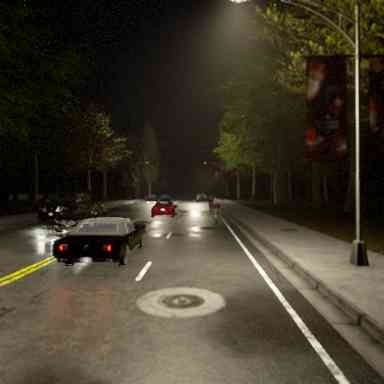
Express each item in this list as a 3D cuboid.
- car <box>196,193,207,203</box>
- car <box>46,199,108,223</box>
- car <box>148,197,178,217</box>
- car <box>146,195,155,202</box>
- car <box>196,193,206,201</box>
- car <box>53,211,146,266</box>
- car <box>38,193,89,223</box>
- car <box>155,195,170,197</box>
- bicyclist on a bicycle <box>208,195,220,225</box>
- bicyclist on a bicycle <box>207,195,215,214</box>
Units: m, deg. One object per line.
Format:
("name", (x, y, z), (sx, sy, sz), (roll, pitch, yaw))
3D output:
("car", (1.818, 1.240, 61.311), (1.812, 1.442, 4.674), (0, 0, 2))
("car", (-6.047, 1.393, 18.749), (1.837, 1.490, 4.892), (0, 0, 2))
("car", (-2.322, 1.403, 28.903), (1.994, 1.385, 4.181), (0, 0, 2))
("car", (-7.929, 1.260, 66.063), (1.994, 1.385, 4.181), (0, 0, 2))
("car", (2.060, 1.043, 73.979), (2.097, 1.767, 4.553), (0, 0, 2))
("car", (-2.803, 1.531, 11.248), (1.895, 1.301, 4.718), (0, 0, 2))
("car", (-9.142, 1.079, 24.469), (2.150, 2.045, 5.566), (0, 0, 2))
("car", (-4.896, 1.192, 59.782), (1.882, 1.535, 5.008), (0, 0, 2))
("bicyclist on a bicycle", (1.533, 1.246, 21.955), (0.659, 1.776, 1.843), (0, 0, 2))
("bicyclist on a bicycle", (1.809, 1.196, 32.067), (0.659, 1.776, 1.843), (0, 0, 2))
